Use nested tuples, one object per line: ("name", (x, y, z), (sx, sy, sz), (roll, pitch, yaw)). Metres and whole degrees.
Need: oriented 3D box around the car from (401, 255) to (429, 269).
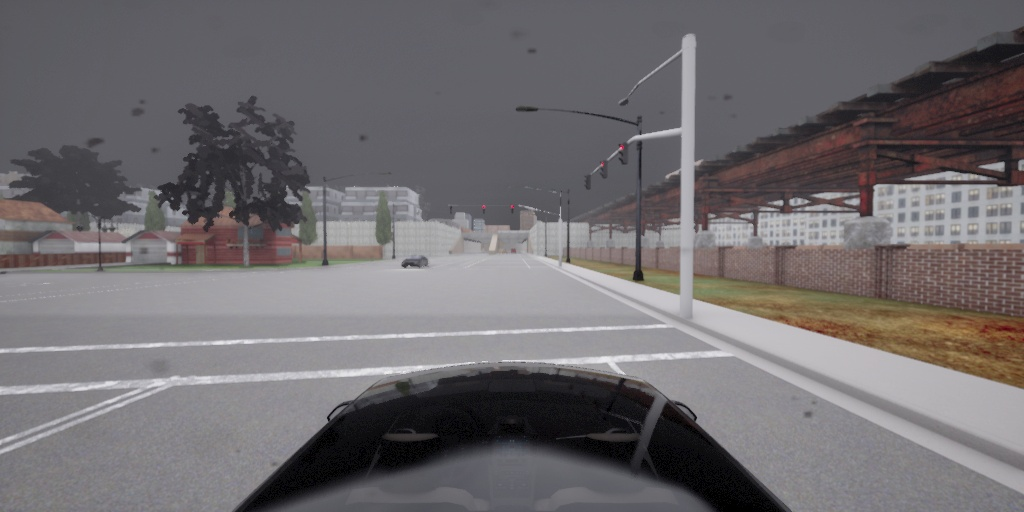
("car", (-10.344, 0.578, 38.759), (2.033, 1.411, 5.357), (0, 1, 0))
